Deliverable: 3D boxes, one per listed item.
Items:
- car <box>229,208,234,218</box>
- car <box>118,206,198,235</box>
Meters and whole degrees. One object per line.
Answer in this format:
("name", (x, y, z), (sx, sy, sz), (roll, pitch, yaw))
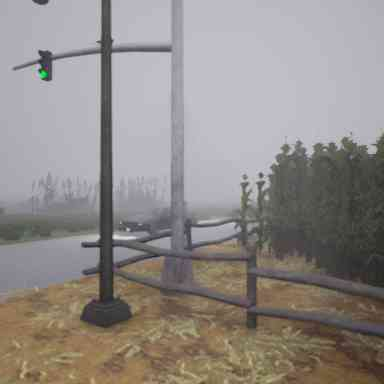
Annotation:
("car", (5.084, 1.611, 29.067), (1.895, 1.301, 4.718), (0, 0, 35))
("car", (-1.767, 1.557, 19.375), (2.033, 1.411, 5.357), (0, 0, 35))
